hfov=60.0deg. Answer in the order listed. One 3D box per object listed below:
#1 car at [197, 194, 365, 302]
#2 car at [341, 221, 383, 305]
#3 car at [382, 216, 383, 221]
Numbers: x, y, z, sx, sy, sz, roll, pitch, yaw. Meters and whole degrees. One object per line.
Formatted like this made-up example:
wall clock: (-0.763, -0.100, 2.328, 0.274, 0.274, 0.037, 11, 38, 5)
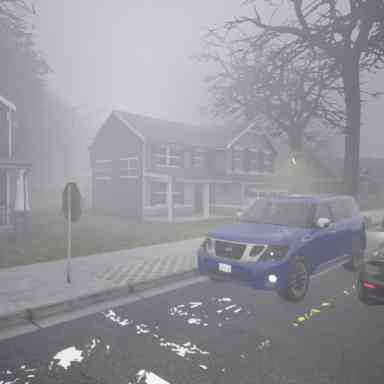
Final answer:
car: (2.588, 1.101, 8.475, 2.150, 2.045, 5.566, 1, 1, 45)
car: (4.895, 1.439, 6.754, 1.812, 1.442, 4.674, 1, 1, 45)
car: (11.521, 1.297, 17.477, 1.994, 1.385, 4.181, 1, 1, 44)
